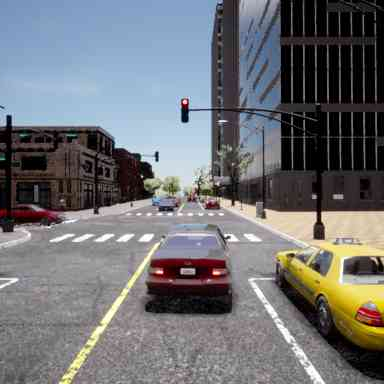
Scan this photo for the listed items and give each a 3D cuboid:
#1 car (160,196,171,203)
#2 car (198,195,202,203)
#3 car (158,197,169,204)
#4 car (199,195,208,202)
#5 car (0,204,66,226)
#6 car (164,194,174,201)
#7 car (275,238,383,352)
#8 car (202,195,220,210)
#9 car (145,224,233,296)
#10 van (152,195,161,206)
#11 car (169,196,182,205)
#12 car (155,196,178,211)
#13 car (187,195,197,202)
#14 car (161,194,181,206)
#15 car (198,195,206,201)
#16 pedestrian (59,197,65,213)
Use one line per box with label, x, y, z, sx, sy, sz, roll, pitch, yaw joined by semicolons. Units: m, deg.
car;-5.707;1.594;71.815;1.947;1.339;4.313;1;0;0
car;2.674;1.554;71.976;1.752;1.417;4.829;1;0;0
car;-5.705;1.608;66.280;1.802;1.307;4.206;1;0;0
car;2.672;1.556;77.510;1.752;1.417;4.829;1;0;0
car;-11.142;1.588;22.996;4.674;1.442;1.812;-1;-1;7
car;-5.707;1.348;82.883;2.192;1.841;5.009;1;0;0
car;2.836;1.527;6.353;1.752;1.417;4.829;1;0;0
car;2.686;1.456;44.131;1.967;1.590;4.097;1;0;0
car;0.072;1.550;8.803;2.033;1.411;5.357;0;0;3
van;-5.697;1.362;55.212;1.690;1.788;3.998;1;0;0
car;-3.089;1.515;61.390;2.128;1.511;4.902;0;0;0
car;-3.139;1.562;41.114;2.033;1.411;5.357;0;0;-3
car;0.003;1.383;73.865;2.097;1.767;4.553;0;0;0
car;-3.114;1.371;51.012;2.097;1.767;4.553;0;0;0
car;2.668;1.580;88.410;1.887;1.381;4.507;1;0;0
pedestrian;-12.557;1.369;32.120;0.375;1.860;0.375;0;0;1
